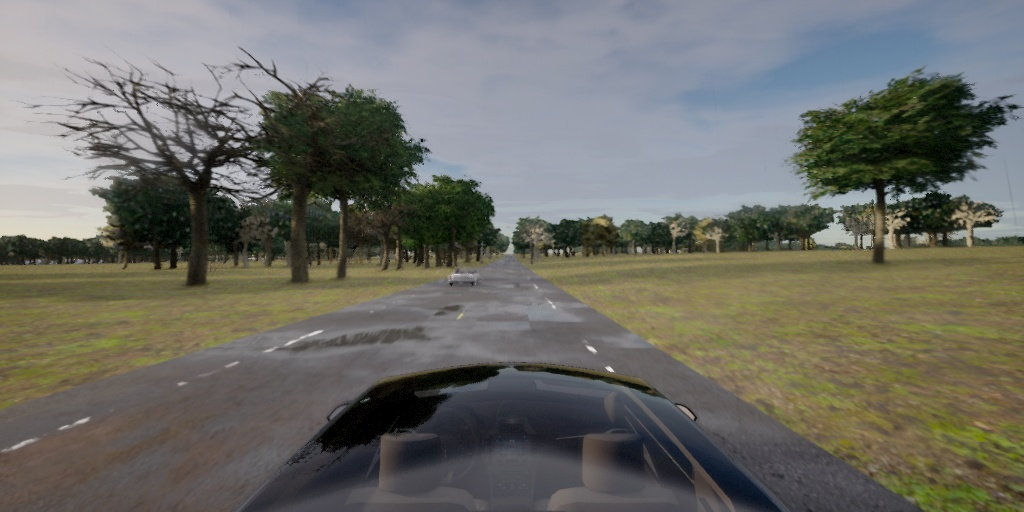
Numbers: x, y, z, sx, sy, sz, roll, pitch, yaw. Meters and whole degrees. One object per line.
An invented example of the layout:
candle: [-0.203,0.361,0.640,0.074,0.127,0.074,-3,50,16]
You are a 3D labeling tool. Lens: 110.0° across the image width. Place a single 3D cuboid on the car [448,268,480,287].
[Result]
car: [-3.543,1.552,26.921,1.895,1.301,4.718,0,0,0]
